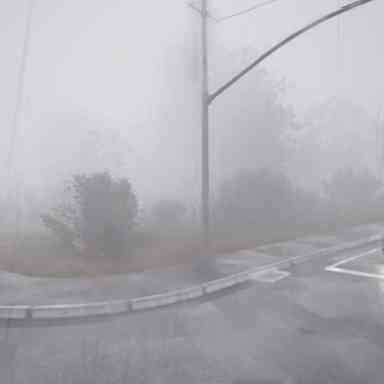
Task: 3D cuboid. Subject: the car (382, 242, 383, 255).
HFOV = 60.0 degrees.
[{"bbox_3d":[8.560,1.492,11.743,5.357,1.411,2.033,-1,0,-42],"label":"car"}]
